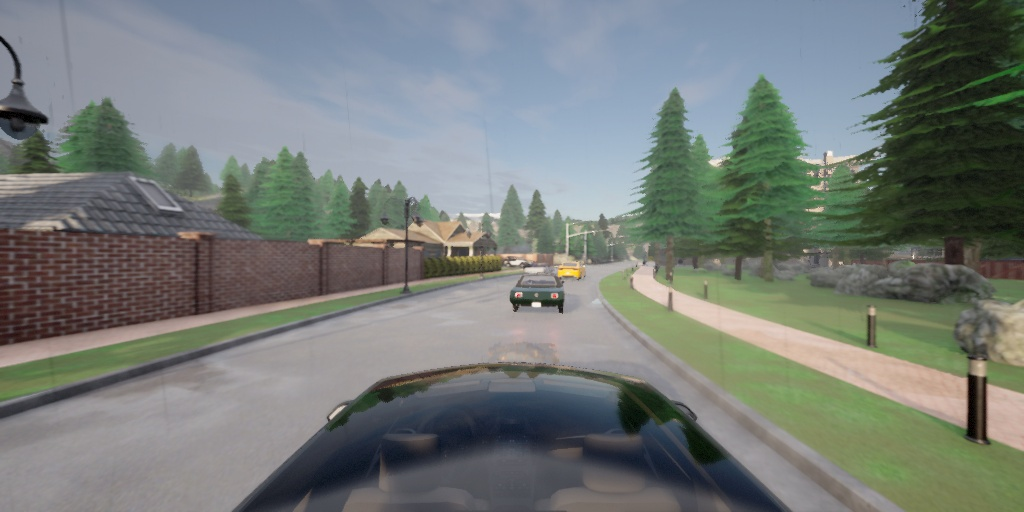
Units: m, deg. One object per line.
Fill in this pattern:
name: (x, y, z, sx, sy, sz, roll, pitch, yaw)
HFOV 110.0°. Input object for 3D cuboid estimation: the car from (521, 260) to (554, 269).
car: (2.772, 1.364, 35.709, 1.895, 1.301, 4.718, 0, 0, 20)

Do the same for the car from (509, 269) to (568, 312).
car: (1.141, 1.356, 14.260, 1.895, 1.301, 4.718, 0, 0, 8)

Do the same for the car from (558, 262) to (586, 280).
car: (5.335, 1.248, 31.640, 1.882, 1.535, 5.008, 0, 0, 18)
